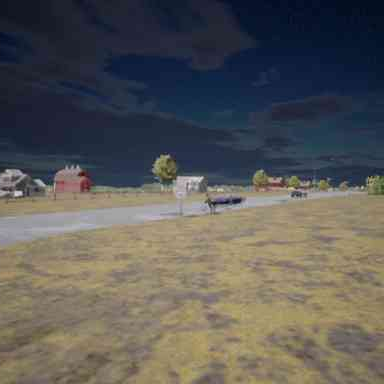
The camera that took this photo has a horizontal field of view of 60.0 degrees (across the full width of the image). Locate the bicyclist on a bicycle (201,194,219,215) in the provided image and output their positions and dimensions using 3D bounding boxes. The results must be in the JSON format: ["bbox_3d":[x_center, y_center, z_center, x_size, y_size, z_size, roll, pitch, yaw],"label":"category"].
[{"bbox_3d":[1.407,0.994,26.603,1.656,1.620,0.582,0,1,35],"label":"bicyclist on a bicycle"}]

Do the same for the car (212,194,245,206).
[{"bbox_3d":[4.197,0.837,37.281,1.895,1.301,4.718,1,2,35],"label":"car"}]

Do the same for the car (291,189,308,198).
[{"bbox_3d":[18.787,0.220,57.861,1.837,1.490,4.892,1,2,35],"label":"car"}]
